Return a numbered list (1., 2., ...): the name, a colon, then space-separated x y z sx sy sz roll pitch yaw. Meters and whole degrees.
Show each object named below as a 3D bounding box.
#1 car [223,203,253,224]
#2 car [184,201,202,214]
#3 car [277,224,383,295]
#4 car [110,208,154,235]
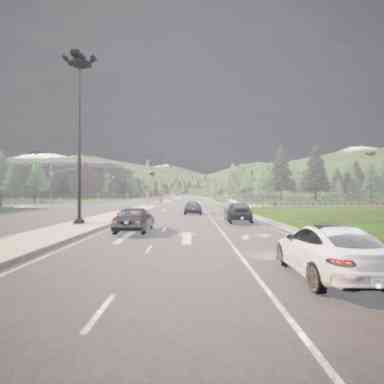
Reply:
1. car: 3.604 1.635 26.281 1.837 1.490 4.892 0 0 0
2. car: 0.105 1.752 37.835 1.994 1.385 4.181 0 0 0
3. car: 3.601 1.569 8.727 1.812 1.442 4.674 0 0 0
4. car: -3.398 1.646 19.674 2.033 1.411 5.357 0 0 0
